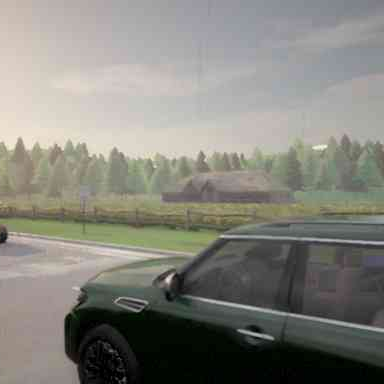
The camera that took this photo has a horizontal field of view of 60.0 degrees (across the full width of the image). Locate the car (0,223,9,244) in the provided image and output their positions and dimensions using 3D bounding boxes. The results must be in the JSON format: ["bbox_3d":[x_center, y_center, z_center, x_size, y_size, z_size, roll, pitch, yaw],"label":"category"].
[{"bbox_3d":[-10.583,1.754,15.841,4.181,1.385,1.994,-1,0,36],"label":"car"}]

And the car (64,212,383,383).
[{"bbox_3d":[1.146,1.229,3.174,5.566,2.045,2.150,-1,-1,36],"label":"car"}]

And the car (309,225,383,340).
[{"bbox_3d":[4.600,1.467,5.011,5.008,1.535,1.882,-1,0,36],"label":"car"}]
